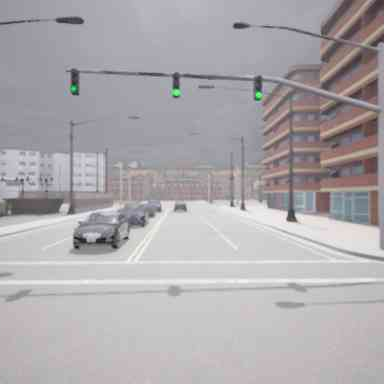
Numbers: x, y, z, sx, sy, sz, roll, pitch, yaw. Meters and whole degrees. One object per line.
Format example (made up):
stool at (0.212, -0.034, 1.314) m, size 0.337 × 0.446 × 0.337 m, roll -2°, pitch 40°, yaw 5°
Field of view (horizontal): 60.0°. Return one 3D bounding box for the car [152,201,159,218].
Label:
car at (-4.851, 1.976, 35.260) m, size 1.895 × 1.301 × 4.718 m, roll 0°, pitch -1°, yaw -2°

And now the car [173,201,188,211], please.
car at (-1.666, 2.030, 47.973) m, size 1.812 × 1.442 × 4.674 m, roll 0°, pitch 0°, yaw -2°

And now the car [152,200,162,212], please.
car at (-5.211, 1.833, 45.432) m, size 2.097 × 1.767 × 4.553 m, roll 0°, pitch -1°, yaw -2°

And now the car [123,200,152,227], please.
car at (-4.454, 1.622, 25.275) m, size 2.097 × 1.767 × 4.553 m, roll 0°, pitch -1°, yaw -2°

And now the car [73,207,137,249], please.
car at (-4.067, 1.660, 15.564) m, size 2.128 × 1.511 × 4.902 m, roll 0°, pitch -1°, yaw -2°
